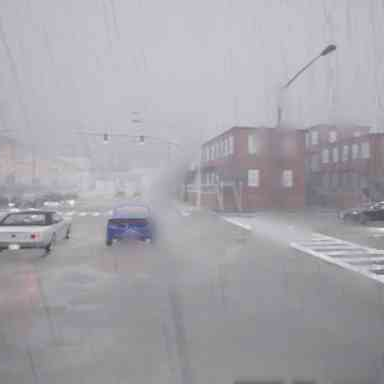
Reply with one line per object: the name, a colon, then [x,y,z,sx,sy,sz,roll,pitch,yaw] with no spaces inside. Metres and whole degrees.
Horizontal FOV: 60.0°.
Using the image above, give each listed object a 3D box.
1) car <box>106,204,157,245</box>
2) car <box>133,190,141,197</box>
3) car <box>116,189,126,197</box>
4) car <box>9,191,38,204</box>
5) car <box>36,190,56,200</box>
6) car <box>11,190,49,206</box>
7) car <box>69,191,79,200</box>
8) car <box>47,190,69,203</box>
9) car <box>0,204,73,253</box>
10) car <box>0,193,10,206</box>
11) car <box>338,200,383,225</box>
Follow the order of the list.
car: [-2.515,1.232,14.167,1.882,1.535,5.008,1,1,-9]
car: [-12.151,0.285,73.493,2.033,1.411,5.357,1,1,-9]
car: [-15.598,0.215,72.888,1.837,1.490,4.892,1,1,-9]
car: [-21.377,0.616,42.488,1.837,1.490,4.892,1,1,-8]
car: [-22.946,0.447,52.435,1.837,1.490,4.892,1,1,-9]
car: [-16.550,0.818,34.157,1.812,1.442,4.674,0,1,-10]
car: [-19.621,0.560,53.800,1.895,1.301,4.718,1,1,-9]
car: [-18.025,0.694,43.744,1.994,1.385,4.181,1,1,-8]
car: [-5.766,1.346,12.328,1.895,1.301,4.718,1,1,-9]
car: [-19.974,0.791,33.401,1.812,1.442,4.674,1,1,-9]
car: [12.068,1.295,21.802,4.902,1.511,2.128,1,1,-9]
